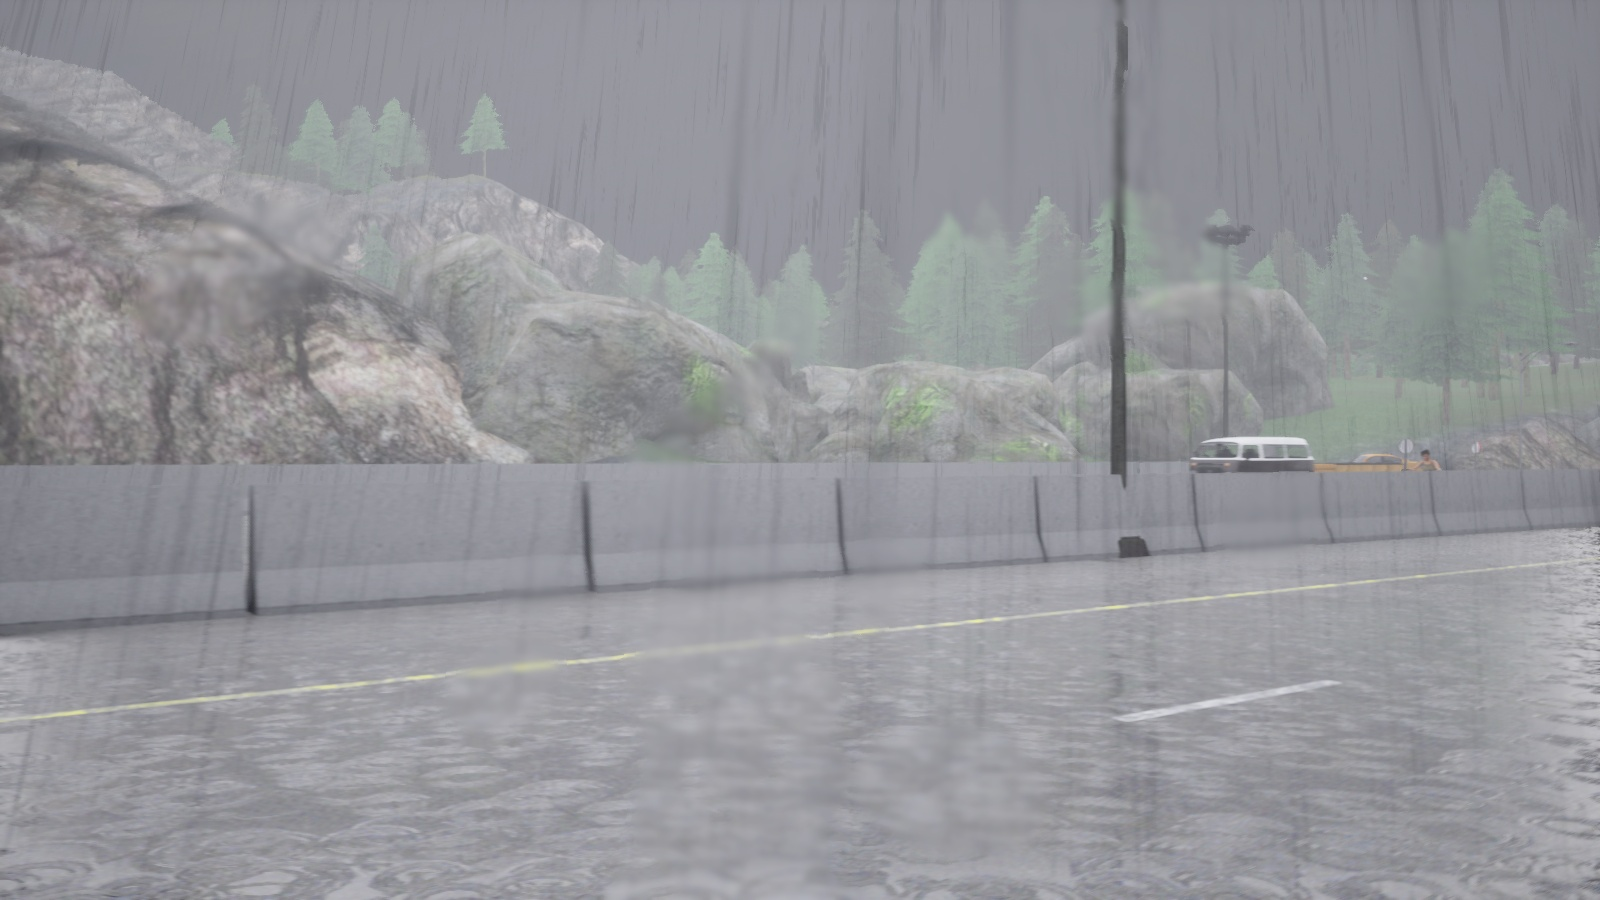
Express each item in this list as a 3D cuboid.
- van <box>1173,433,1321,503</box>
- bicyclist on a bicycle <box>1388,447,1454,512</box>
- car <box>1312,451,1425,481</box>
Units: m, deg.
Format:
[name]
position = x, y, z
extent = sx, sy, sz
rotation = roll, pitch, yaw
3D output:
[van]
position = 13.872, 0.536, 38.901
extent = 4.480, 2.038, 2.069
rotation = 0, 0, -35
[bicyclist on a bicycle]
position = 15.614, 0.726, 31.578
extent = 1.509, 1.612, 0.866
rotation = 0, 0, -35
[car]
position = 29.266, 0.819, 64.727
extent = 5.008, 1.535, 1.882
rotation = 0, 0, -2
